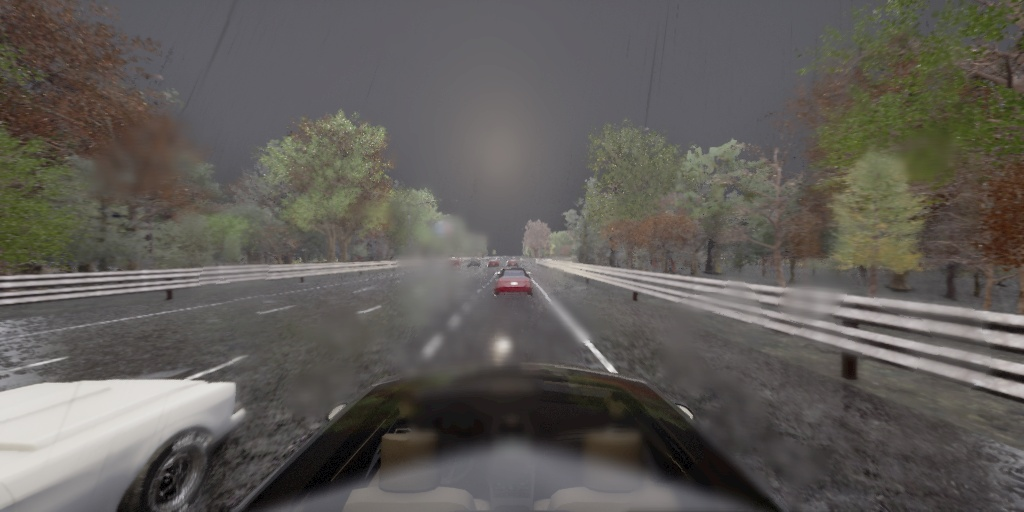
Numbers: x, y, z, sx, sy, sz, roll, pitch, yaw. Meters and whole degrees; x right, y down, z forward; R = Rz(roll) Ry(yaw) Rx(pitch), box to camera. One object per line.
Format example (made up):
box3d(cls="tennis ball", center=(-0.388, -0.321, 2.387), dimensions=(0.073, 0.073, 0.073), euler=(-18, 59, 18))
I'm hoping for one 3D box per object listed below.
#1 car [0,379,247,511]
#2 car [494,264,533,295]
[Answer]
box3d(cls="car", center=(-3.401, 1.349, 1.173), dimensions=(1.895, 1.301, 4.718), euler=(0, 0, 0))
box3d(cls="car", center=(0.111, 1.325, 19.647), dimensions=(1.994, 1.385, 4.181), euler=(0, 0, 0))
